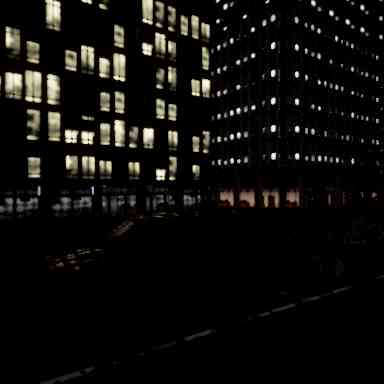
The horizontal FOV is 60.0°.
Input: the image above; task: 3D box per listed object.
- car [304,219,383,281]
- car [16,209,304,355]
[{"bbox_3d":[4.186,1.493,9.549,4.403,1.369,2.008,0,0,-36],"label":"car"},{"bbox_3d":[-0.430,1.294,6.256,5.009,1.841,2.192,0,0,-36],"label":"car"}]
